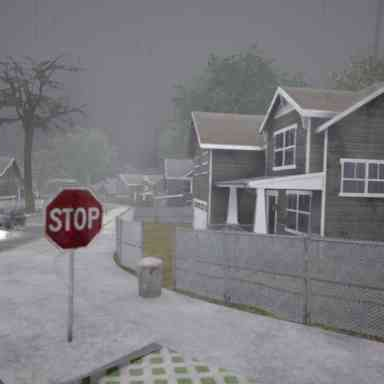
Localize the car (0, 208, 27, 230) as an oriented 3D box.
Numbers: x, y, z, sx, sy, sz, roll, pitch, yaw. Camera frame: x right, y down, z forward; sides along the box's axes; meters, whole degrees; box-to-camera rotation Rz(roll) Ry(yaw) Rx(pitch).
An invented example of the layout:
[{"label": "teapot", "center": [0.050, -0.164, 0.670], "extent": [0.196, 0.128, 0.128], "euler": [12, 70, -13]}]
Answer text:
[{"label": "car", "center": [-13.444, 1.877, 23.792], "extent": [1.994, 1.385, 4.181], "euler": [1, -1, -8]}]
